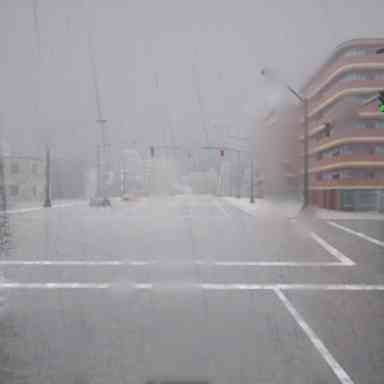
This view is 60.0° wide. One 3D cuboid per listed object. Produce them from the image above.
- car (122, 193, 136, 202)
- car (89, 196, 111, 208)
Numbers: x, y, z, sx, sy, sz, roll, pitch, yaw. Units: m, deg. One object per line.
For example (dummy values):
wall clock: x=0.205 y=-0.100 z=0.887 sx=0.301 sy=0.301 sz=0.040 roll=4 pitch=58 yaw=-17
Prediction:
car: x=-11.526 y=0.973 z=61.123 sx=1.882 sy=1.535 sz=5.008 roll=0 pitch=1 yaw=2
car: x=-12.102 y=1.307 z=44.009 sx=1.812 sy=1.442 sz=4.674 roll=0 pitch=1 yaw=2
